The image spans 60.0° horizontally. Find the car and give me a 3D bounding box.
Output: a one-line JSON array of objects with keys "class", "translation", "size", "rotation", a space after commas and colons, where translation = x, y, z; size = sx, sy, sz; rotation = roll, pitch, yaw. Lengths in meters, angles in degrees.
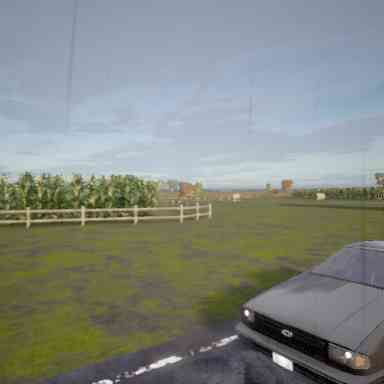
[{"class": "car", "translation": [3.209, 1.538, 5.320], "size": [5.357, 1.411, 2.033], "rotation": [0, 0, -35]}]
